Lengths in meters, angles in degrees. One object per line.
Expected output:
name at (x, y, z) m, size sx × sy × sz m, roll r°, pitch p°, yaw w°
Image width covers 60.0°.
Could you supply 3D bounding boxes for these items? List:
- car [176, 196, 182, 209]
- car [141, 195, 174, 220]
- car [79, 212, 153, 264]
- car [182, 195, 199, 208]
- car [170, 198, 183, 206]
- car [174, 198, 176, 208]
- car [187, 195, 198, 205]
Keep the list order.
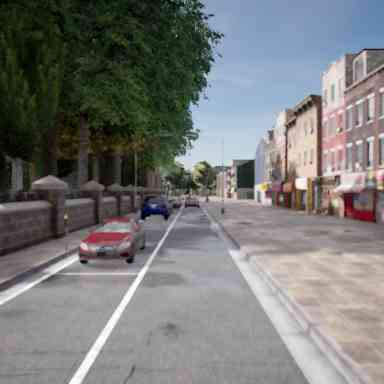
car at (-2.629, 1.605, 45.951) m, size 1.887 × 1.381 × 4.507 m, roll 0°, pitch 0°, yaw 0°
car at (-2.972, 1.249, 28.389) m, size 2.150 × 2.045 × 5.566 m, roll 0°, pitch 0°, yaw 0°
car at (-2.638, 1.583, 11.819) m, size 1.802 × 1.307 × 4.206 m, roll 0°, pitch 0°, yaw 0°
car at (0.015, 1.410, 44.524) m, size 2.033 × 1.411 × 5.357 m, roll 0°, pitch 0°, yaw 0°
car at (-2.625, 1.662, 57.328) m, size 1.947 × 1.339 × 4.313 m, roll -1°, pitch 0°, yaw 0°
car at (-3.009, 1.538, 35.359) m, size 1.837 × 1.490 × 4.892 m, roll 0°, pitch 0°, yaw 0°
car at (0.019, 1.394, 58.947) m, size 1.882 × 1.535 × 5.008 m, roll 0°, pitch 0°, yaw 0°
